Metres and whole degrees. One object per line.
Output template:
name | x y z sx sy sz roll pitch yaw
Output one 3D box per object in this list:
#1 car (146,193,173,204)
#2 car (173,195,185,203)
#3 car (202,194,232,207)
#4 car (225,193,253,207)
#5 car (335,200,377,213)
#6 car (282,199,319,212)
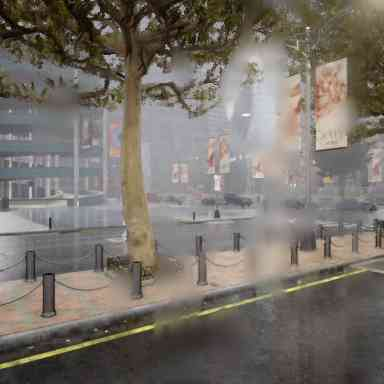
car | -6.859 1.220 65.751 5.566 2.045 2.150 0 0 44
car | -3.454 1.351 67.271 2.097 1.767 4.553 0 0 -42
car | 3.485 1.491 52.317 2.128 1.511 4.902 0 0 -36
car | 7.226 1.215 53.103 2.150 2.045 5.566 0 1 -36
car | 18.384 1.564 37.356 1.994 1.385 4.181 0 0 -35
car | 12.719 1.564 39.299 1.994 1.385 4.181 0 0 -35
